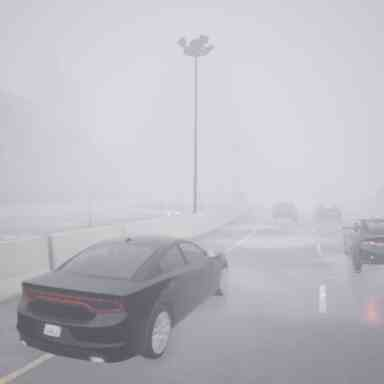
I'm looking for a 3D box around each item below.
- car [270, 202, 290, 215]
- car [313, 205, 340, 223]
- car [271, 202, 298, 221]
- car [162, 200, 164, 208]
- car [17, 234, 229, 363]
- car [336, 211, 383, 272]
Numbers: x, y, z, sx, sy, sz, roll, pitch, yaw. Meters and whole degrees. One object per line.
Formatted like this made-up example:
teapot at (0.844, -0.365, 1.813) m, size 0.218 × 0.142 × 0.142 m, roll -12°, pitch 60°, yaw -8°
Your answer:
car at (10.988, 2.006, 41.736) m, size 2.033 × 1.411 × 5.357 m, roll 0°, pitch -1°, yaw 10°
car at (11.699, 1.833, 28.846) m, size 2.128 × 1.511 × 4.902 m, roll 0°, pitch -1°, yaw 15°
car at (8.784, 1.700, 31.525) m, size 2.097 × 1.767 × 4.553 m, roll 0°, pitch -1°, yaw 14°
car at (-5.295, 1.929, 51.540) m, size 1.882 × 1.535 × 5.008 m, roll 0°, pitch -1°, yaw 8°
car at (-0.735, 1.533, 6.279) m, size 1.882 × 1.535 × 5.008 m, roll 0°, pitch -1°, yaw 22°
car at (6.141, 1.632, 10.951) m, size 2.128 × 1.511 × 4.902 m, roll 0°, pitch -1°, yaw 20°
